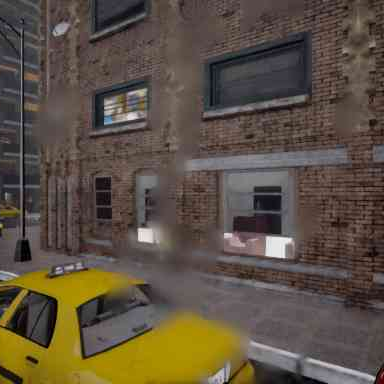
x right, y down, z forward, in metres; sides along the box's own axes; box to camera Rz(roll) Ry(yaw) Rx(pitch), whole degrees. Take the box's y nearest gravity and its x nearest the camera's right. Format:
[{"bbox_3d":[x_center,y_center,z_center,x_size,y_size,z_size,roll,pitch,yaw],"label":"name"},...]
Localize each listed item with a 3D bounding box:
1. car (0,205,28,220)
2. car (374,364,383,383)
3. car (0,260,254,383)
[{"bbox_3d":[-17.415,1.837,29.982,1.752,1.417,4.829,-1,-2,35],"label":"car"},{"bbox_3d":[3.083,1.315,0.678,5.009,1.841,2.192,0,0,36],"label":"car"},{"bbox_3d":[-1.681,1.525,4.077,4.829,1.417,1.752,0,0,36],"label":"car"}]
